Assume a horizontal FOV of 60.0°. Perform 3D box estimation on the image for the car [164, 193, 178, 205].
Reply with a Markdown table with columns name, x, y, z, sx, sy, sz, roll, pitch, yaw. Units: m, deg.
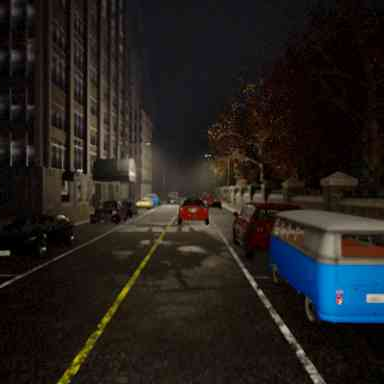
| name | x | y | z | sx | sy | sz | roll | pitch | yaw |
| --- | --- | --- | --- | --- | --- | --- | --- | --- | --- |
| car | -2.995 | 1.284 | 53.409 | 2.128 | 1.511 | 4.902 | 0 | 0 | 1 |

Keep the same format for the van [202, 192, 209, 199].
| name | x | y | z | sx | sy | sz | roll | pitch | yaw |
| --- | --- | --- | --- | --- | --- | --- | --- | --- | --- |
| van | 3.641 | 0.935 | 89.163 | 1.690 | 1.788 | 3.998 | 1 | 0 | 2 |

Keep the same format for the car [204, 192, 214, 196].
| name | x | y | z | sx | sy | sz | roll | pitch | yaw |
| --- | --- | --- | --- | --- | --- | --- | --- | --- | --- |
| car | 2.925 | 1.063 | 61.780 | 2.192 | 1.841 | 5.009 | 1 | 0 | 1 |

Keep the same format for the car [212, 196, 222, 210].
| name | x | y | z | sx | sy | sz | roll | pitch | yaw |
| --- | --- | --- | --- | --- | --- | --- | --- | --- | --- |
| car | 2.687 | 1.434 | 40.097 | 1.802 | 1.307 | 4.206 | 0 | 0 | 0 |

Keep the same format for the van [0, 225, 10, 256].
| name | x | y | z | sx | sy | sz | roll | pitch | yaw |
| --- | --- | --- | --- | --- | --- | --- | --- | --- | --- |
| van | -5.829 | 1.320 | 6.998 | 1.690 | 1.788 | 3.998 | 0 | 0 | 0 |

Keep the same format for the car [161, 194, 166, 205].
| name | x | y | z | sx | sy | sz | roll | pitch | yaw |
| --- | --- | --- | --- | --- | --- | --- | --- | --- | --- |
| car | -5.665 | 1.367 | 51.464 | 1.947 | 1.339 | 4.313 | 1 | 0 | 1 |

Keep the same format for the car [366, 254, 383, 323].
| name | x | y | z | sx | sy | sz | roll | pitch | yaw |
| --- | --- | --- | --- | --- | --- | --- | --- | --- | --- |
| car | 2.696 | 1.436 | 1.175 | 1.967 | 1.590 | 4.097 | 0 | 0 | 0 |

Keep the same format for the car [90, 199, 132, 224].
| name | x | y | z | sx | sy | sz | roll | pitch | yaw |
| --- | --- | --- | --- | --- | --- | --- | --- | --- | --- |
| car | -5.834 | 1.360 | 23.680 | 1.967 | 1.590 | 4.097 | 0 | 0 | 0 |

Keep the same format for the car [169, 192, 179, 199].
| name | x | y | z | sx | sy | sz | roll | pitch | yaw |
| --- | --- | --- | --- | --- | --- | --- | --- | --- | --- |
| car | -4.735 | 0.909 | 89.420 | 2.192 | 1.841 | 5.009 | 1 | 0 | 2 |

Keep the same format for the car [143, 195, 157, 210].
| name | x | y | z | sx | sy | sz | roll | pitch | yaw |
| --- | --- | --- | --- | --- | --- | --- | --- | --- | --- |
| car | -5.702 | 1.377 | 40.191 | 1.752 | 1.417 | 4.829 | 0 | 0 | 0 |

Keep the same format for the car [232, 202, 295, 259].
| name | x | y | z | sx | sy | sz | roll | pitch | yaw |
| --- | --- | --- | --- | --- | --- | --- | --- | --- | --- |
| car | 2.695 | 1.276 | 12.294 | 2.192 | 1.841 | 5.009 | 0 | 0 | 0 |

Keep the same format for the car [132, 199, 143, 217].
| name | x | y | z | sx | sy | sz | roll | pitch | yaw |
| --- | --- | --- | --- | --- | --- | --- | --- | --- | --- |
| car | -5.836 | 1.464 | 29.241 | 1.947 | 1.339 | 4.313 | 0 | 0 | 0 |

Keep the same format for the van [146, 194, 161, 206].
| name | x | y | z | sx | sy | sz | roll | pitch | yaw |
| --- | --- | --- | --- | --- | --- | --- | --- | --- | --- |
| van | -5.693 | 1.168 | 45.920 | 1.690 | 1.788 | 3.998 | 1 | 0 | 0 |

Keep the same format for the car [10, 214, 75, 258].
| name | x | y | z | sx | sy | sz | roll | pitch | yaw |
| --- | --- | --- | --- | --- | --- | --- | --- | --- | --- |
| car | -5.832 | 1.526 | 12.559 | 1.947 | 1.339 | 4.313 | 0 | 0 | 0 |

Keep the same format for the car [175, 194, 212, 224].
| name | x | y | z | sx | sy | sz | roll | pitch | yaw |
| --- | --- | --- | --- | --- | --- | --- | --- | --- | --- |
| car | 0.095 | 1.268 | 24.247 | 2.097 | 1.767 | 4.553 | 0 | 0 | 0 |

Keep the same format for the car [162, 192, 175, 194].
| name | x | y | z | sx | sy | sz | roll | pitch | yaw |
| --- | --- | --- | --- | --- | --- | --- | --- | --- | --- |
| car | -5.308 | 1.035 | 67.531 | 2.192 | 1.841 | 5.009 | 1 | 0 | 1 |

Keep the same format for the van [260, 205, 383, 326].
| name | x | y | z | sx | sy | sz | roll | pitch | yaw |
| --- | --- | --- | --- | --- | --- | --- | --- | --- | --- |
| van | 2.696 | 1.320 | 6.734 | 1.690 | 1.788 | 3.998 | 0 | 0 | 0 |

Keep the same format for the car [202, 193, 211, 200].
| name | x | y | z | sx | sy | sz | roll | pitch | yaw |
| --- | --- | --- | --- | --- | --- | --- | --- | --- | --- |
| car | 3.353 | 1.098 | 78.210 | 1.967 | 1.590 | 4.097 | 1 | 0 | 2 |
